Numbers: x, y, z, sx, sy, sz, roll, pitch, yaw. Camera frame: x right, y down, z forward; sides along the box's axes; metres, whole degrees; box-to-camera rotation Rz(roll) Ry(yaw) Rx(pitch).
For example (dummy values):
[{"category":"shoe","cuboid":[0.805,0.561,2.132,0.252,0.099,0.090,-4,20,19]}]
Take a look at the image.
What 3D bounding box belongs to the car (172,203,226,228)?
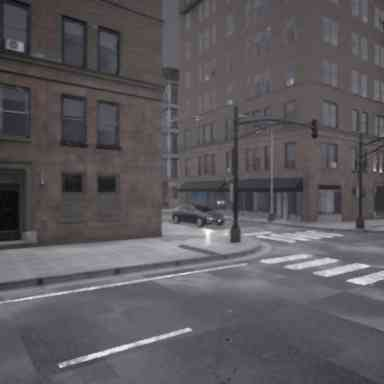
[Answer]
[{"category":"car","cuboid":[0.389,1.610,23.598,1.837,1.490,4.892,0,0,-35]}]
